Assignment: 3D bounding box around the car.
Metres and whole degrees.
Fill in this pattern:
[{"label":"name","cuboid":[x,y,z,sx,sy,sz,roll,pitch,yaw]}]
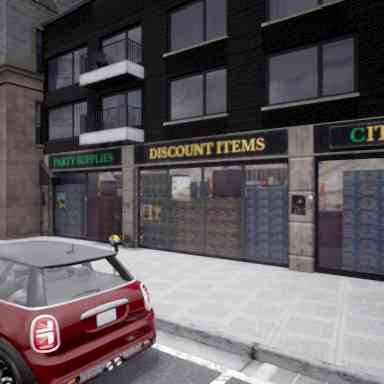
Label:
[{"label":"car","cuboid":[-2.544,1.445,4.895,4.097,1.590,1.967,0,0,36]}]
